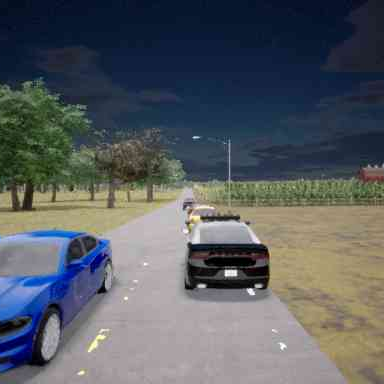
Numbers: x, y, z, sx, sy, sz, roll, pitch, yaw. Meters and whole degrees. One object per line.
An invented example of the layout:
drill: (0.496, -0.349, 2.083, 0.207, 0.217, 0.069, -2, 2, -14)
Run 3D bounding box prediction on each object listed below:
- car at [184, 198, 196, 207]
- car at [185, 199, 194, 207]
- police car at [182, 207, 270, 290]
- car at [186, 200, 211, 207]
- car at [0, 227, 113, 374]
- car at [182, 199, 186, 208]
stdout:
car: (-0.421, 1.879, 60.017, 2.033, 1.411, 5.357, 0, 0, 0)
car: (0.650, 1.537, 25.155, 1.882, 1.535, 5.008, 0, 0, 0)
police car: (0.762, 1.430, 9.259, 1.930, 1.638, 5.238, 0, 0, 0)
car: (0.691, 1.488, 19.341, 1.801, 1.575, 5.366, 0, 0, 0)
car: (-2.789, 1.478, 5.986, 1.882, 1.535, 5.008, 0, 0, 0)
car: (-0.313, 1.723, 46.193, 1.837, 1.490, 4.892, 0, -1, 0)
